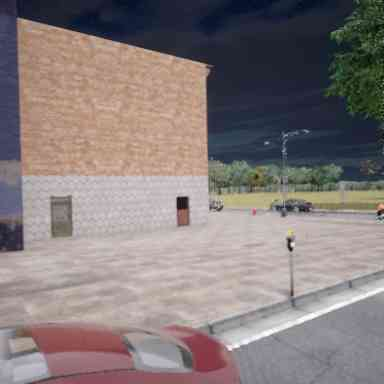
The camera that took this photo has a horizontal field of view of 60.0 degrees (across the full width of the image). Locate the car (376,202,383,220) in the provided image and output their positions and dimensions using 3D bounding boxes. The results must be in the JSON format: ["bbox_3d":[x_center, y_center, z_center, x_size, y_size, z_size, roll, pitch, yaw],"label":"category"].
[{"bbox_3d":[15.462,1.160,23.054,2.097,1.767,4.553,-2,0,-35],"label":"car"}]

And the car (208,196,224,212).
[{"bbox_3d":[1.667,1.497,42.440,2.150,2.045,5.566,-2,0,-35],"label":"car"}]

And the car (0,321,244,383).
[{"bbox_3d":[-1.453,1.586,1.784,4.206,1.307,1.802,-1,0,-35],"label":"car"}]

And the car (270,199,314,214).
[{"bbox_3d":[10.443,1.482,35.164,1.837,1.490,4.892,-2,0,-35],"label":"car"}]
